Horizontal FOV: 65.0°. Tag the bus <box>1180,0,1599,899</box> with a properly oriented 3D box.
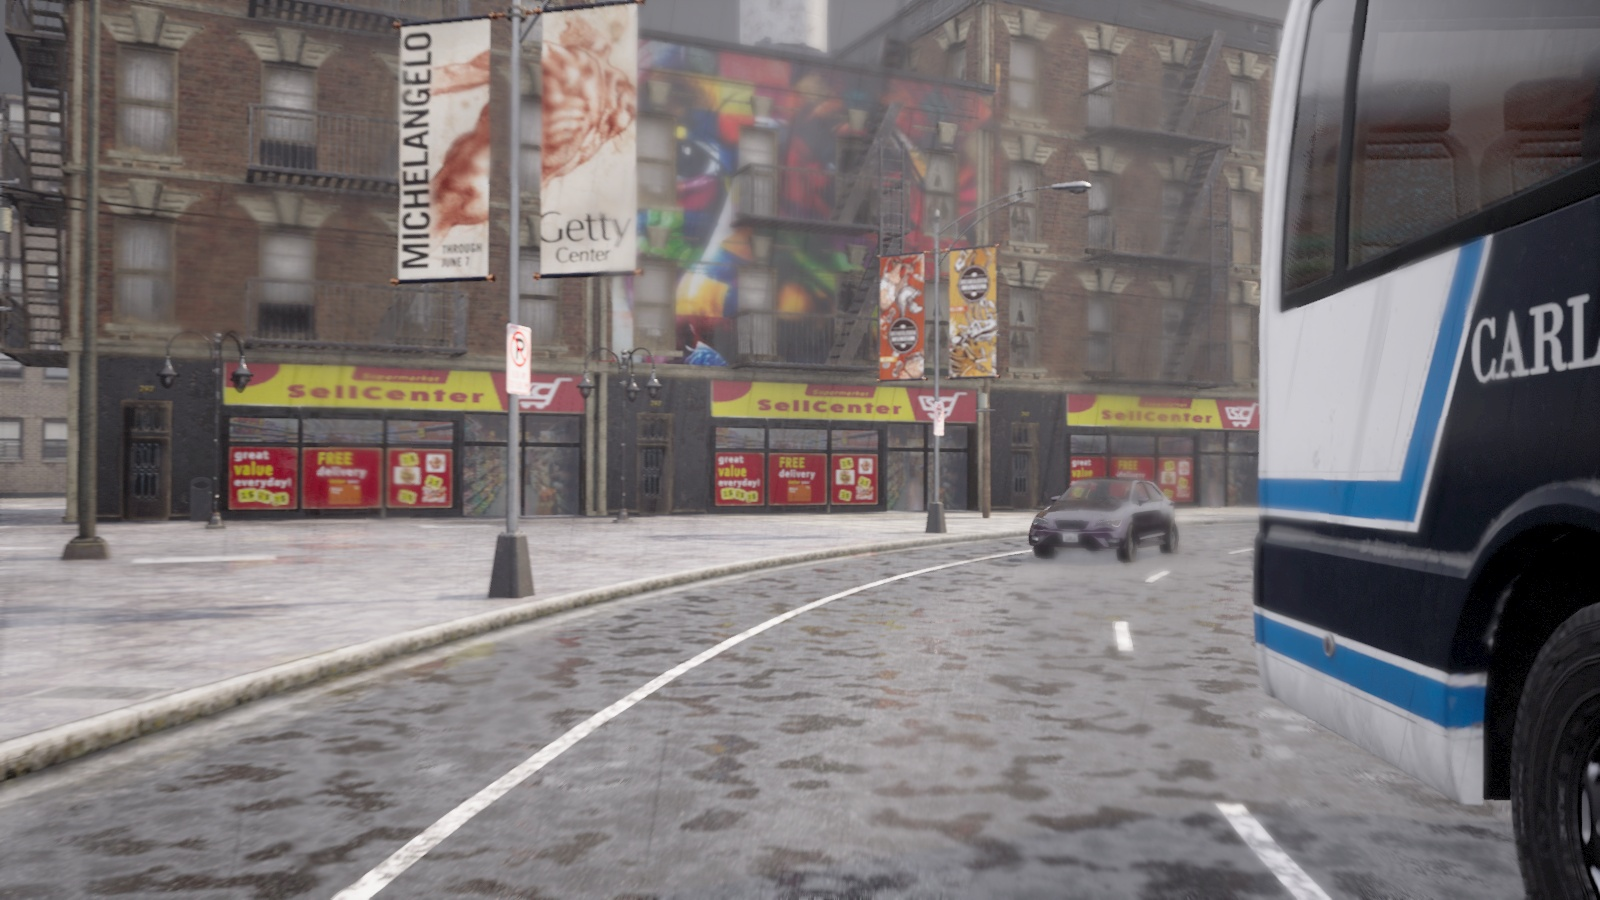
[{"bbox_3d":[3.435,-0.564,0.524,3.944,4.253,10.273,0,-1,3],"label":"bus"}]

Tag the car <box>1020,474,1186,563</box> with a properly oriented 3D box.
[{"bbox_3d":[5.722,1.202,23.342,1.816,1.474,4.193,-1,-1,31],"label":"car"}]
